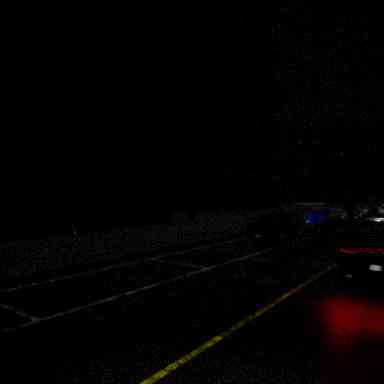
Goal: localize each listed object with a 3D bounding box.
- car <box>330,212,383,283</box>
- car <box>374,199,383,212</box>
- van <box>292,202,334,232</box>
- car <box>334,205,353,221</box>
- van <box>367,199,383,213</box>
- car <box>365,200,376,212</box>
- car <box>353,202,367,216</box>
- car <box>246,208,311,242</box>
[{"bbox_3d":[5.662,1.572,9.517,1.882,1.535,5.008,-1,-1,37],"label":"car"},{"bbox_3d":[21.225,1.574,35.143,2.150,2.045,5.566,-1,-1,38],"label":"car"},{"bbox_3d":[7.755,1.579,21.939,1.690,1.788,3.998,-1,-1,37],"label":"van"},{"bbox_3d":[10.950,1.803,26.126,1.752,1.417,4.829,-1,-1,37],"label":"car"},{"bbox_3d":[24.238,1.786,43.560,1.690,1.788,3.998,-1,-1,37],"label":"van"},{"bbox_3d":[17.543,1.885,34.774,1.752,1.417,4.829,-1,-1,37],"label":"car"},{"bbox_3d":[14.349,1.885,30.584,1.947,1.339,4.313,-1,-1,37],"label":"car"},{"bbox_3d":[4.460,1.763,17.612,1.947,1.339,4.313,-1,-1,37],"label":"car"}]
